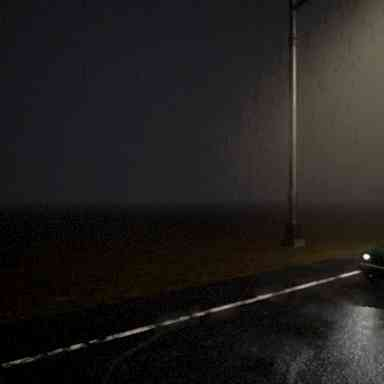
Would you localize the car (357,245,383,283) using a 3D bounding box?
[{"bbox_3d":[6.242,1.597,8.444,4.718,1.301,1.895,0,0,-36],"label":"car"}]
